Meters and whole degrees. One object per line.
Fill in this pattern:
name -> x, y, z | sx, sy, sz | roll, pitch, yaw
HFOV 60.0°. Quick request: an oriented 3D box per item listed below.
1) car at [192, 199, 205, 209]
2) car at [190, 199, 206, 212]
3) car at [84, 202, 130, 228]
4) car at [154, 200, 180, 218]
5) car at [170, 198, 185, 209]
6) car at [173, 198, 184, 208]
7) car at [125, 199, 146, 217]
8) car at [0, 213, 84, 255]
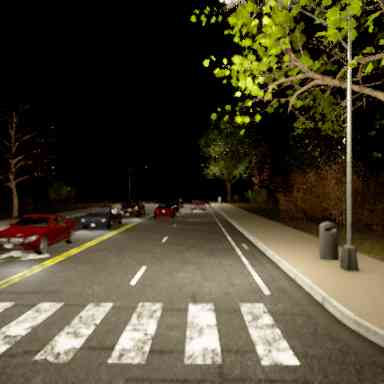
car -> 0.974, 1.832, 52.764 | 1.994, 1.385, 4.181 | 0, 0, 1
car -> 0.780, 1.830, 42.759 | 1.895, 1.301, 4.718 | 0, 0, 1
car -> -6.177, 1.702, 23.580 | 2.033, 1.411, 5.357 | 0, 0, 1
car -> -2.566, 1.754, 32.569 | 1.994, 1.385, 4.181 | 0, 0, 1
car -> -2.276, 1.765, 52.827 | 2.128, 1.511, 4.902 | 0, 0, 1
car -> -2.477, 1.780, 42.409 | 2.033, 1.411, 5.357 | 0, 0, 1
car -> -5.983, 1.551, 33.469 | 2.097, 1.767, 4.553 | 0, 0, 1
car -> -6.369, 1.634, 13.949 | 1.812, 1.442, 4.674 | 0, 0, 1
